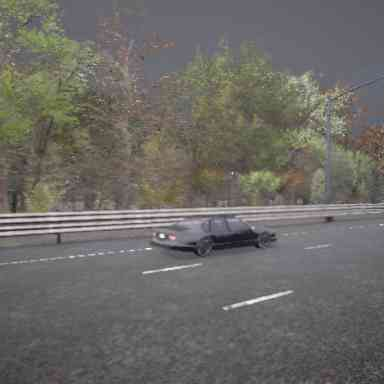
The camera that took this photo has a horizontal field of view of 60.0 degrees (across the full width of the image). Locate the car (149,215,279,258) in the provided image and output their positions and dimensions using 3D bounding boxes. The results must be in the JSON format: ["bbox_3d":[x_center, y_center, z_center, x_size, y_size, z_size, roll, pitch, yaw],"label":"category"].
[{"bbox_3d":[1.009,1.602,13.062,5.357,1.411,2.033,0,0,-35],"label":"car"}]
